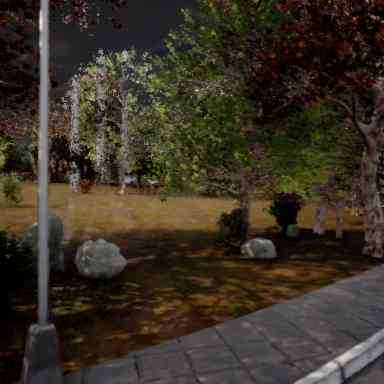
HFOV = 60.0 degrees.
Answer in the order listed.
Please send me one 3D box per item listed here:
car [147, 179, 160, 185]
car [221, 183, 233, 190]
[{"bbox_3d":[-9.614,-2.691,92.552,1.946,1.575,5.366,4,1,26],"label":"car"},{"bbox_3d":[7.848,-1.415,84.115,2.231,1.521,4.892,5,2,26],"label":"car"}]
